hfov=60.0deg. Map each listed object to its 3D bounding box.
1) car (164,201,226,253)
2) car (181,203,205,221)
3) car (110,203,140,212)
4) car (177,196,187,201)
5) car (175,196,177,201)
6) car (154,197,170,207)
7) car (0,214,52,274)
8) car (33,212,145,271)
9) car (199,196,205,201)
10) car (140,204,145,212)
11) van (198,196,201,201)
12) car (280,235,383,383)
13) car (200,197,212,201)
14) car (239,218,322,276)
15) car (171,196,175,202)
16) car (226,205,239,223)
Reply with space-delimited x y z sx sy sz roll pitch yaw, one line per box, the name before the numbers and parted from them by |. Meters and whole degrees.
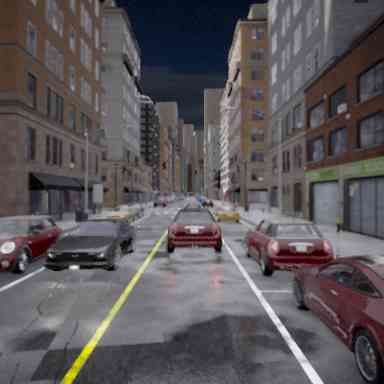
car | 0.098 1.455 14.318 2.097 1.767 4.553 0 0 0
car | 0.096 1.784 30.257 1.994 1.385 4.181 0 0 0
car | -5.672 1.722 27.029 1.752 1.417 4.829 0 0 0
car | -3.010 2.083 93.645 1.895 1.301 4.718 0 0 0
car | -5.678 2.101 87.004 1.967 1.590 4.097 0 0 0
car | -5.676 1.760 59.499 2.192 1.841 5.009 0 0 0
car | -5.671 1.516 10.623 1.967 1.590 4.097 0 0 0
car | -3.102 1.630 11.429 2.033 1.411 5.357 0 0 0
car | 2.850 2.055 64.999 1.947 1.339 4.313 0 0 0
car | -5.672 1.790 32.724 2.008 1.369 4.403 0 0 0
van | 2.848 1.916 76.003 1.690 1.788 3.998 0 0 0
car | 2.856 1.619 5.097 1.802 1.307 4.206 0 0 0
car | 2.850 1.990 59.498 1.887 1.381 4.507 0 0 0
car | 2.855 1.517 10.623 1.967 1.590 4.097 0 0 0
car | -5.677 2.015 76.002 1.967 1.590 4.097 0 0 0
car | 2.853 1.724 27.369 1.752 1.417 4.829 0 0 0
